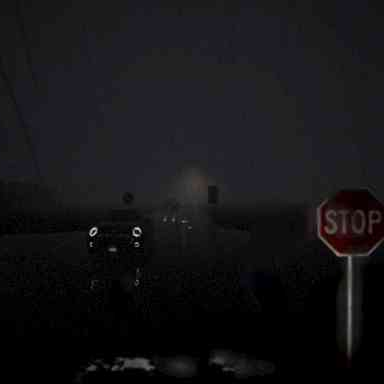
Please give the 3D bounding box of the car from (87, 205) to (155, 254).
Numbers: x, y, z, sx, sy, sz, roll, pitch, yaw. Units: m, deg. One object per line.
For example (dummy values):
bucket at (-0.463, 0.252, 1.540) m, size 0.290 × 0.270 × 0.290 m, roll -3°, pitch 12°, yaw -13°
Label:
car at (-2.782, 1.449, 13.915) m, size 2.097 × 1.767 × 4.553 m, roll 0°, pitch 0°, yaw 0°

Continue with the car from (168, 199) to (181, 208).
car at (-2.879, 1.867, 55.010) m, size 1.812 × 1.442 × 4.674 m, roll 0°, pitch 0°, yaw 0°

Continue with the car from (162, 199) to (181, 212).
car at (-2.852, 1.785, 43.653) m, size 2.128 × 1.511 × 4.902 m, roll 0°, pitch 0°, yaw 0°
